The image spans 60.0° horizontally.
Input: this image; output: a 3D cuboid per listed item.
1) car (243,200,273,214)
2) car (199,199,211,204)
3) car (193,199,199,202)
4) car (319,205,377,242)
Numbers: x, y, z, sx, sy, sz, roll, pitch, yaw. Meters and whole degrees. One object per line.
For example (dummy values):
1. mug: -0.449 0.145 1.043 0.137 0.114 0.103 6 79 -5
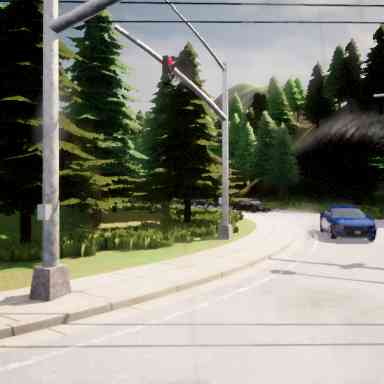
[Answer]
1. car: 6.510 1.547 36.332 2.033 1.411 5.357 0 0 -25
2. car: 1.987 1.505 50.068 1.837 1.490 4.892 0 0 -37
3. car: -1.983 0.879 49.702 2.150 2.045 5.566 0 0 -42
4. car: 7.705 1.478 16.826 1.882 1.535 5.008 0 0 12
